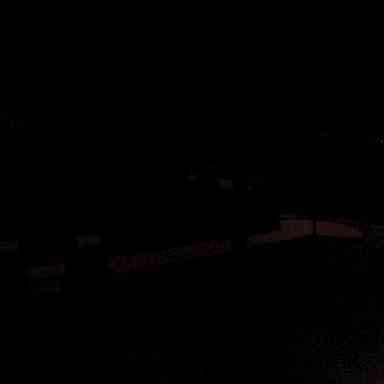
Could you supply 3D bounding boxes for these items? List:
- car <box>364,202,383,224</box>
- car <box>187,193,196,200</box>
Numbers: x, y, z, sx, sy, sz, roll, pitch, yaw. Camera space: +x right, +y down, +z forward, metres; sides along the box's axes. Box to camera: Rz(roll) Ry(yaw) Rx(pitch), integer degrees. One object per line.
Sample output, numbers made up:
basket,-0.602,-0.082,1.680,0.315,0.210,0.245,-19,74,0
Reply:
car,13.846,1.379,21.460,4.892,1.490,1.837,1,1,42
car,1.841,1.066,32.305,5.566,2.045,2.150,0,0,42
